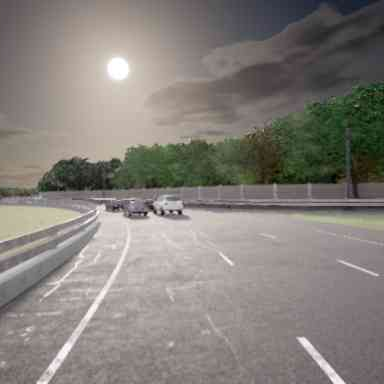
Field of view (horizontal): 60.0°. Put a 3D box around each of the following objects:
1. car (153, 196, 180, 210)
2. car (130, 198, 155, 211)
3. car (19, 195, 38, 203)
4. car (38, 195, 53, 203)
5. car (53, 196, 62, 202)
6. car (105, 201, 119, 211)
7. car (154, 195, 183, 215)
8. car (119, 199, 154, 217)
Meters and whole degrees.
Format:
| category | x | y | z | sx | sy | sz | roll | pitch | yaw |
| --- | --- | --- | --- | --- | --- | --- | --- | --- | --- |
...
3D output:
| category | x | y | z | sx | sy | sz | roll | pitch | yaw |
| --- | --- | --- | --- | --- | --- | --- | --- | --- | --- |
| car | -3.586 | 1.479 | 46.681 | 2.097 | 1.767 | 4.553 | -1 | 0 | -28 |
| car | -6.811 | 1.668 | 45.306 | 1.837 | 1.490 | 4.892 | -1 | 0 | -28 |
| car | -40.565 | 1.946 | 81.442 | 5.008 | 1.535 | 1.882 | -1 | 0 | 37 |
| car | -38.464 | 1.673 | 84.238 | 5.566 | 2.045 | 2.150 | -1 | 0 | 37 |
| car | -36.024 | 1.783 | 86.808 | 4.553 | 1.767 | 2.097 | -1 | 0 | 40 |
| car | -10.084 | 1.797 | 44.021 | 1.895 | 1.301 | 4.718 | -1 | 0 | -28 |
| car | -2.601 | 1.317 | 35.203 | 2.150 | 2.045 | 5.566 | -1 | 0 | -19 |
| car | -5.694 | 1.674 | 33.467 | 2.033 | 1.411 | 5.357 | -1 | 0 | -19 |
